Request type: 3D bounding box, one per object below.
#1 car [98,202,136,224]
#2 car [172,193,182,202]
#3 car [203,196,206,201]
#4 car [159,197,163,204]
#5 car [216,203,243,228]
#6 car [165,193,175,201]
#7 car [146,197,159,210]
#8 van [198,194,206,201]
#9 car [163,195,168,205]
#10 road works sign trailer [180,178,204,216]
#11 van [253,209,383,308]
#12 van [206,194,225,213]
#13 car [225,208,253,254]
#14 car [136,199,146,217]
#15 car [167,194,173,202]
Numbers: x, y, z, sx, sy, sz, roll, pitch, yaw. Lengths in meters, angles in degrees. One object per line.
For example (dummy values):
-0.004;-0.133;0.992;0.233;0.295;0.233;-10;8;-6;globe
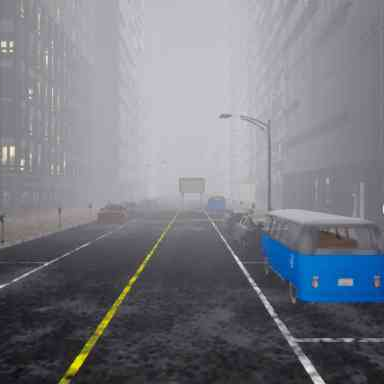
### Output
-5.694;1.538;24.745;1.887;1.381;4.507;0;0;0;car
-2.999;1.387;75.929;1.882;1.535;5.008;0;0;0;car
2.687;1.567;41.835;1.802;1.307;4.206;0;0;0;car
-5.693;1.526;47.533;1.887;1.381;4.507;0;0;0;car
2.687;1.547;19.048;2.008;1.369;4.403;0;0;0;car
-5.693;1.255;87.411;2.192;1.841;5.009;0;0;0;car
-5.693;1.551;41.835;1.947;1.339;4.313;0;0;0;car
2.687;1.303;70.320;1.690;1.788;3.998;0;0;0;van
-5.693;1.555;58.927;1.802;1.307;4.206;0;0;0;car
0.001;0.454;32.023;2.380;3.560;2.880;0;0;0;road works sign trailer
2.686;1.340;7.654;1.690;1.788;3.998;0;0;0;van
2.686;1.329;36.138;1.690;1.788;3.998;0;0;0;van
2.687;1.548;13.351;2.008;1.369;4.403;0;0;0;car
-5.693;1.557;30.442;1.947;1.339;4.313;0;0;0;car
-5.694;1.544;70.321;1.802;1.307;4.206;0;0;0;car
